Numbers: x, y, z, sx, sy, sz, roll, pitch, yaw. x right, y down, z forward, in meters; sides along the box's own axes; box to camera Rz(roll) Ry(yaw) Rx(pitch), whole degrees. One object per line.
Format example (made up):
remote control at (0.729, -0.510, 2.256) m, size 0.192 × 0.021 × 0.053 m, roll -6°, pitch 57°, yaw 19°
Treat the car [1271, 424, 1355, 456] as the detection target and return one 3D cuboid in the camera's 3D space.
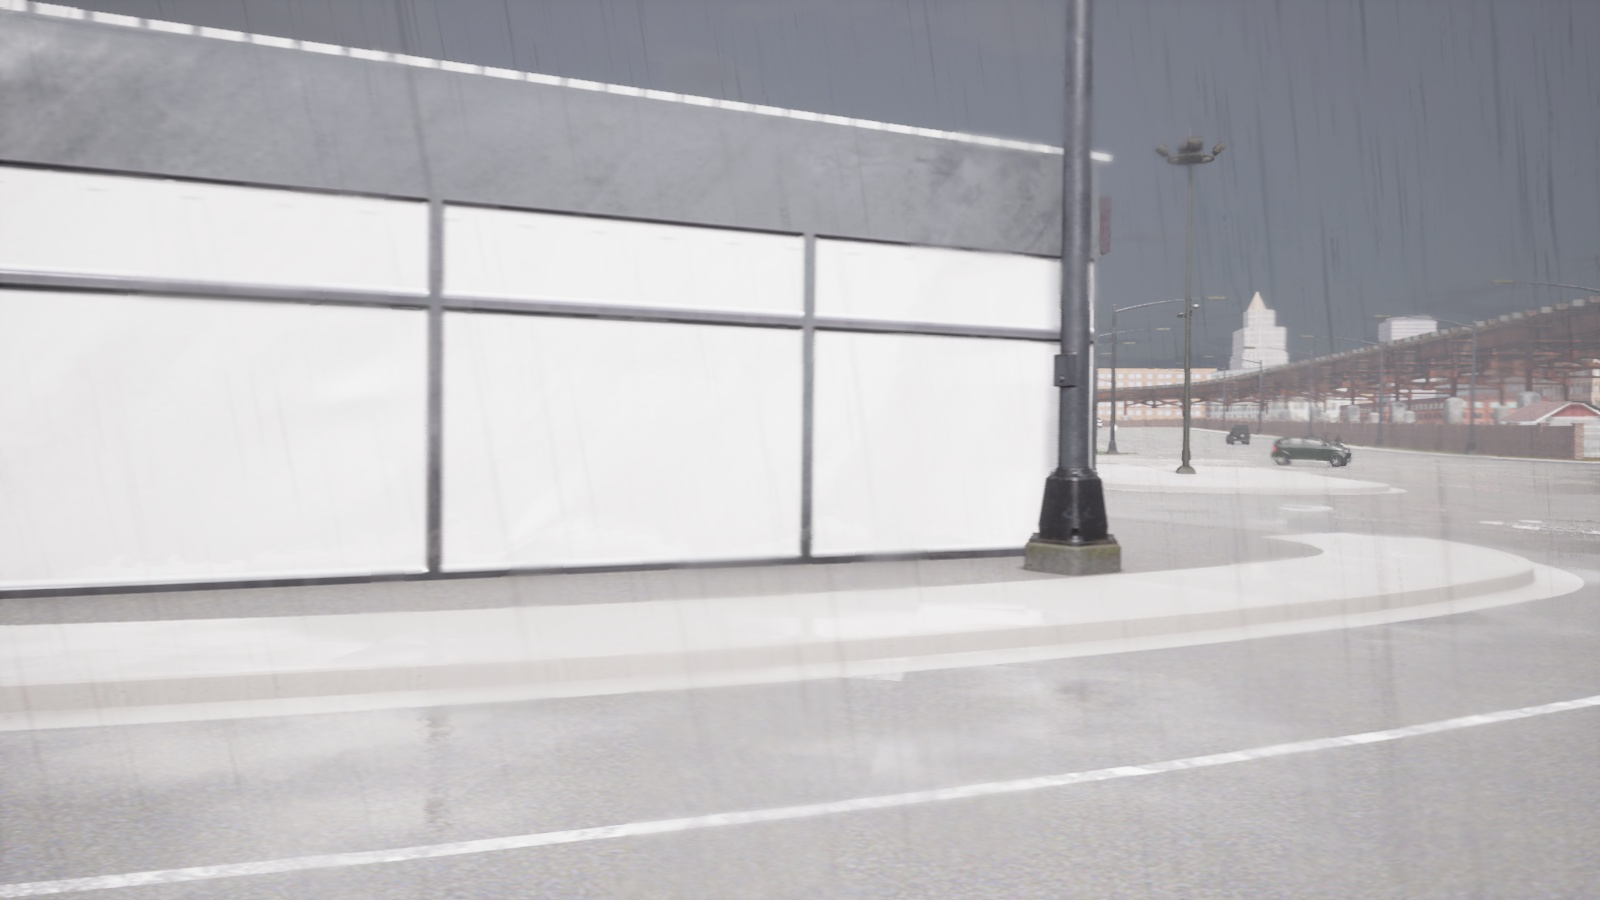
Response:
car at (25.688, -0.478, 62.923) m, size 3.705 × 1.549 × 1.789 m, roll 0°, pitch 0°, yaw 30°
